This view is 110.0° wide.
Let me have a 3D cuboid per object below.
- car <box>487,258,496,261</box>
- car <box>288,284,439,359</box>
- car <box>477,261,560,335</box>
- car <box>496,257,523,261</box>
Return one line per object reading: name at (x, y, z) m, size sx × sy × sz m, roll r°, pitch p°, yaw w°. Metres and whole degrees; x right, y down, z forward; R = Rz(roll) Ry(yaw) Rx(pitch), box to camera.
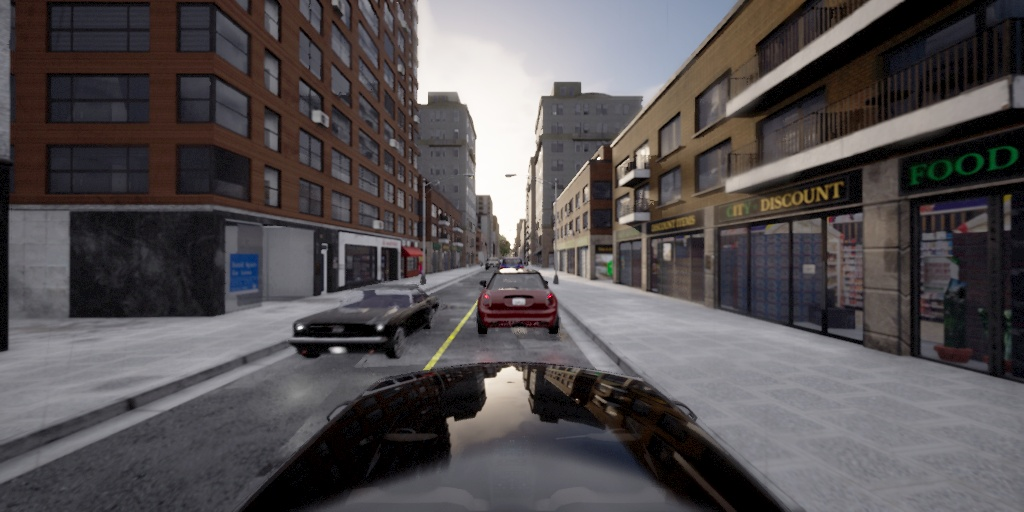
car at (-3.132, 1.308, 58.304) m, size 2.150 × 2.045 × 5.566 m, roll 0°, pitch -1°, yaw 0°
car at (-3.115, 1.389, 8.617) m, size 1.895 × 1.301 × 4.718 m, roll 0°, pitch 0°, yaw 0°
car at (0.096, 1.152, 10.882) m, size 2.097 × 1.767 × 4.553 m, roll 0°, pitch 0°, yaw -2°
car at (0.034, 1.140, 31.047) m, size 2.150 × 2.045 × 5.566 m, roll 0°, pitch 0°, yaw 0°
